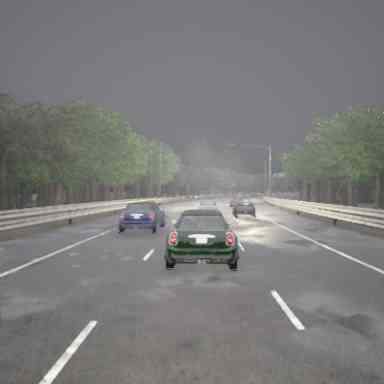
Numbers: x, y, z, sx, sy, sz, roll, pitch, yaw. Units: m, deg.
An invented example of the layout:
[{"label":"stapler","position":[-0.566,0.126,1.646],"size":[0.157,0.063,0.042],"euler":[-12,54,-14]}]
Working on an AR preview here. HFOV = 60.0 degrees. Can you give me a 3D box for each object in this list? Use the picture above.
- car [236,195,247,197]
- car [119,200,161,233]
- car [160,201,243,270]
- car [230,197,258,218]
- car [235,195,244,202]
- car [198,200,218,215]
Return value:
[{"label":"car","position":[6.453,1.507,47.895],"size":[1.994,1.385,4.181],"euler":[0,0,6]},{"label":"car","position":[-2.828,1.353,19.792],"size":[2.097,1.767,4.553],"euler":[0,0,3]},{"label":"car","position":[0.327,1.355,11.261],"size":[2.097,1.767,4.553],"euler":[0,0,2]},{"label":"car","position":[4.689,1.450,30.350],"size":[2.128,1.511,4.902],"euler":[0,0,4]},{"label":"car","position":[10.778,1.479,74.944],"size":[1.882,1.535,5.008],"euler":[0,0,11]},{"label":"car","position":[1.764,1.607,35.293],"size":[1.895,1.301,4.718],"euler":[0,0,5]}]
